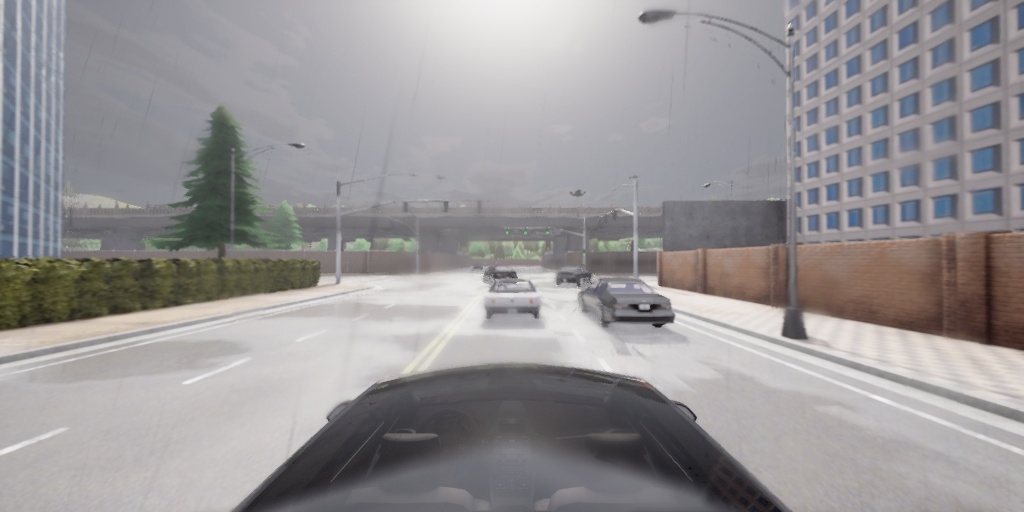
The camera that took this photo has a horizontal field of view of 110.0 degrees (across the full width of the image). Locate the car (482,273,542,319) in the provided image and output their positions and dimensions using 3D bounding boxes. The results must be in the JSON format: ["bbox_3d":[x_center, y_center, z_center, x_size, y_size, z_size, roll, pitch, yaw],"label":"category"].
[{"bbox_3d":[0.043,1.496,13.549,1.895,1.301,4.718,0,-1,0],"label":"car"}]

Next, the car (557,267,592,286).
[{"bbox_3d":[5.121,1.570,28.740,1.837,1.490,4.892,-2,-1,29],"label":"car"}]

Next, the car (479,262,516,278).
[{"bbox_3d":[-1.109,1.553,30.227,1.882,1.535,5.008,1,-1,-17],"label":"car"}]

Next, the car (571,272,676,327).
[{"bbox_3d":[3.528,1.424,12.008,2.033,1.411,5.357,0,-1,0],"label":"car"}]
